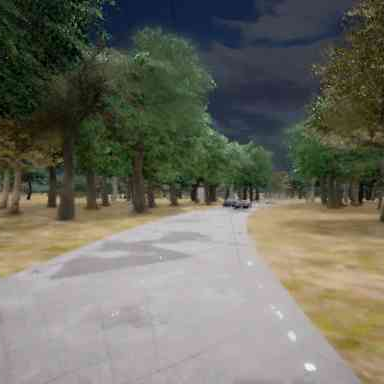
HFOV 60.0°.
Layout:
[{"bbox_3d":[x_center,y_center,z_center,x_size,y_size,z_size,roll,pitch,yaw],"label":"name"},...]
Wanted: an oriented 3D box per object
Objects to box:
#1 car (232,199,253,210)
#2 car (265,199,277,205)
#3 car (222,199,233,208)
[{"bbox_3d":[7.416,1.798,47.183,1.895,1.301,4.718,1,0,18],"label":"car"},{"bbox_3d":[17.317,2.094,72.767,1.895,1.301,4.718,1,-1,23],"label":"car"},{"bbox_3d":[6.247,1.807,53.507,2.033,1.411,5.357,1,0,20],"label":"car"}]
